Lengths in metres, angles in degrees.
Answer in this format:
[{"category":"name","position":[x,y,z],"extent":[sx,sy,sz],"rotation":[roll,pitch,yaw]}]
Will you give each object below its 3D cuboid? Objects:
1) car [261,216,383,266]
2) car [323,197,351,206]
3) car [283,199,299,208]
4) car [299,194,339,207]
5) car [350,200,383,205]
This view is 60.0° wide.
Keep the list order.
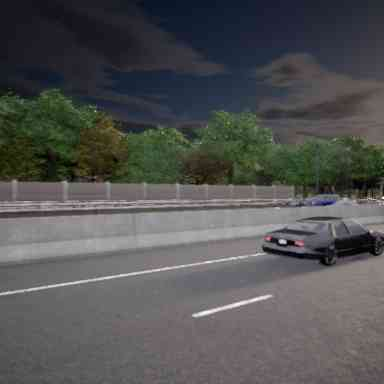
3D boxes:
[{"category":"car","position":[4.798,1.568,11.598],"extent":[5.357,1.411,2.033],"rotation":[0,0,-36]},{"category":"car","position":[17.334,1.605,37.846],"extent":[4.674,1.442,1.812],"rotation":[0,0,-35]},{"category":"car","position":[14.006,1.645,44.062],"extent":[4.181,1.385,1.994],"rotation":[0,0,-35]},{"category":"car","position":[16.333,1.304,41.427],"extent":[5.566,2.045,2.150],"rotation":[0,0,-35]},{"category":"car","position":[19.370,1.626,35.002],"extent":[5.357,1.411,2.033],"rotation":[0,0,-35]}]
